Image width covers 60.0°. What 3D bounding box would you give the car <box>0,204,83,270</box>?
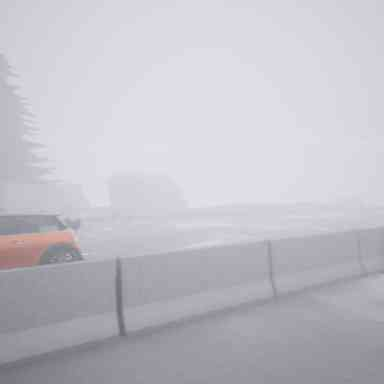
[{"bbox_3d":[-5.328,1.333,8.648,4.553,1.767,2.097,0,0,-35],"label":"car"}]

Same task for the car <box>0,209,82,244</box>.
[{"bbox_3d":[-7.802,1.566,15.474,4.718,1.301,1.895,0,0,-34],"label":"car"}]

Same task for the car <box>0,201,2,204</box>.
[{"bbox_3d":[-12.385,1.188,16.545,5.566,2.045,2.150,0,0,-35],"label":"car"}]
